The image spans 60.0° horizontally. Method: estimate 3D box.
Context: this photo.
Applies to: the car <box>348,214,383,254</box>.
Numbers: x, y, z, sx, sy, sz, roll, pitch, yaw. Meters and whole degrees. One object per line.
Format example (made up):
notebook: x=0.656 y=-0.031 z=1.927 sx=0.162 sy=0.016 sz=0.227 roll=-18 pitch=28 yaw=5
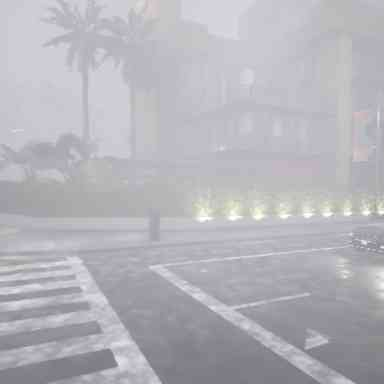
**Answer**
car: x=7.589 y=1.357 z=11.520 sx=4.892 sy=1.490 sz=1.837 roll=0 pitch=1 yaw=-26
